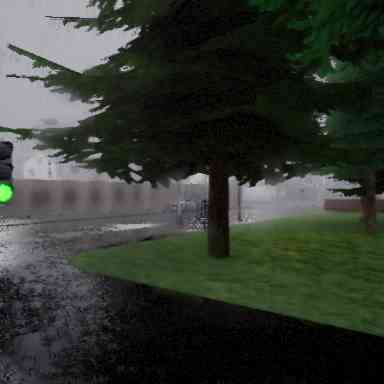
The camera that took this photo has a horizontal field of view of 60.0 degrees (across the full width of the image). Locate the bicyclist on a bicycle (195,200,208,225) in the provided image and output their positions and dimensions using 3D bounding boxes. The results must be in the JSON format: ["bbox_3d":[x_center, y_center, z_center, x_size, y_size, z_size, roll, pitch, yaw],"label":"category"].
[{"bbox_3d":[0.887,1.320,21.225,1.656,1.620,0.582,0,0,36],"label":"bicyclist on a bicycle"}]

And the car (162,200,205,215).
[{"bbox_3d":[-0.692,1.496,33.449,2.033,1.411,5.357,0,0,36],"label":"car"}]
